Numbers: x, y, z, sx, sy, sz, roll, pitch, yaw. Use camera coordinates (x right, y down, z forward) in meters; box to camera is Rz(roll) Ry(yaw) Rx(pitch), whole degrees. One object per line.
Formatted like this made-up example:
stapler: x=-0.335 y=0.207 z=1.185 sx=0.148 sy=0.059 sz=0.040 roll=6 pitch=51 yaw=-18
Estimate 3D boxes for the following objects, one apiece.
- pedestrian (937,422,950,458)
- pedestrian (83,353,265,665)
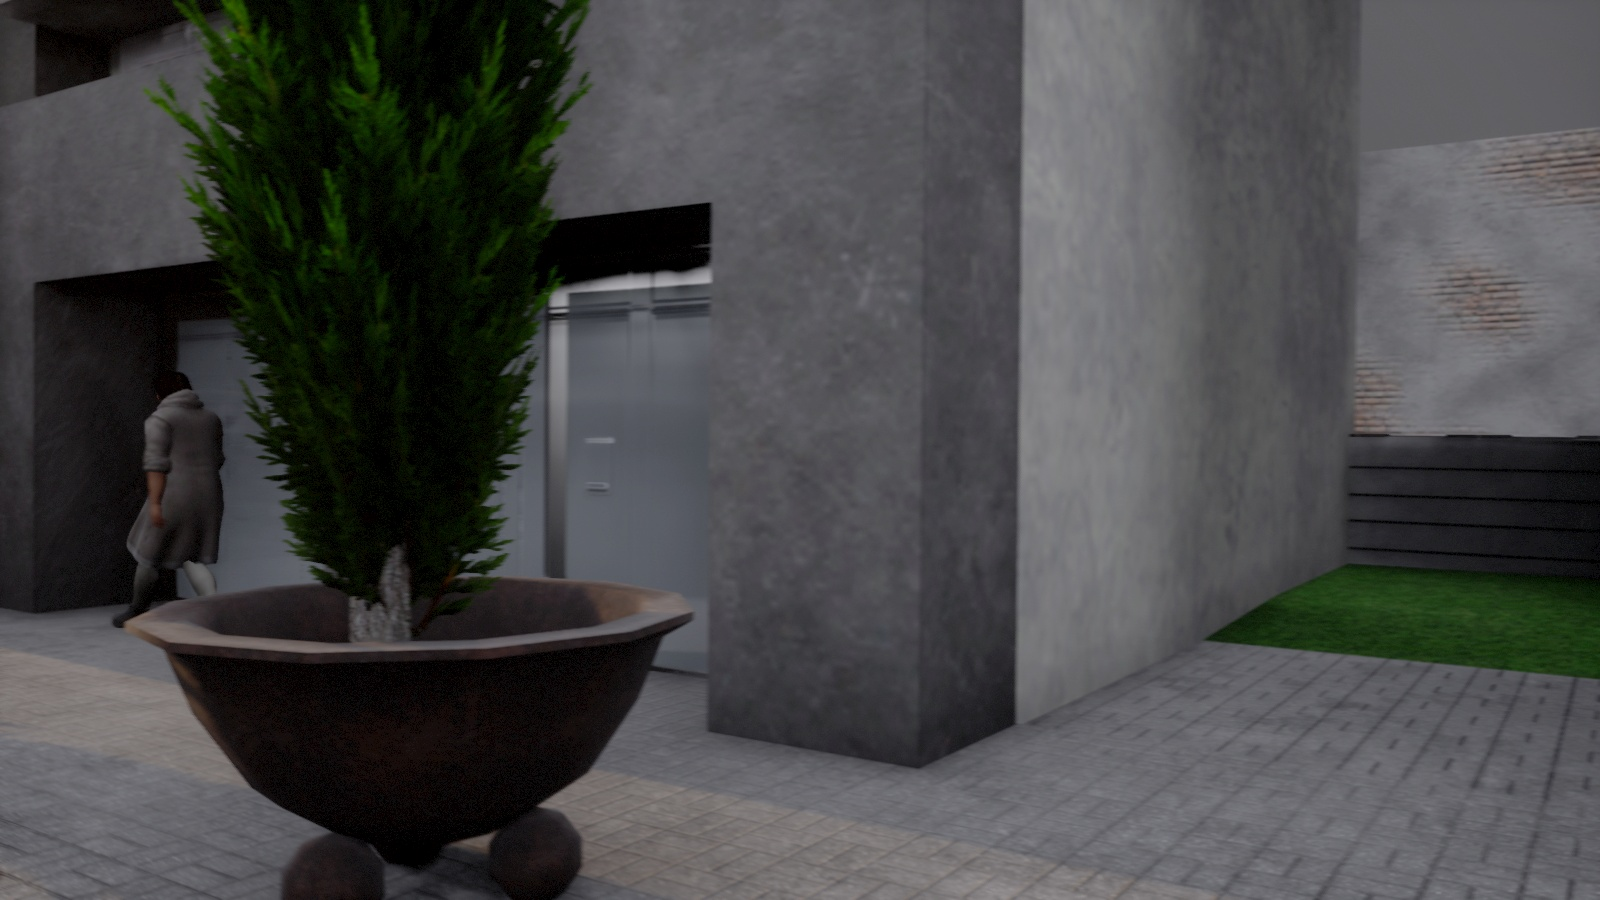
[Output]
pedestrian: x=7.447 y=-0.520 z=65.084 sx=0.376 sy=1.854 sz=0.720 roll=0 pitch=1 yaw=33
pedestrian: x=-4.150 y=0.365 z=8.341 sx=0.873 sy=1.952 sz=0.659 roll=0 pitch=1 yaw=25
